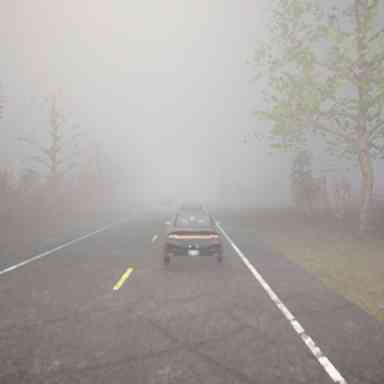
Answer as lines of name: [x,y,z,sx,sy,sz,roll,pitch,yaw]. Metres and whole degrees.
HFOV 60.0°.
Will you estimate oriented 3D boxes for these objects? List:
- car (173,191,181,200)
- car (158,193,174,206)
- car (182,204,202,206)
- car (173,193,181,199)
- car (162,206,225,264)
car: [-3.744,0.773,79.940,2.150,2.045,5.566,0,0,-2]
car: [-3.992,1.360,50.066,1.837,1.490,4.892,0,0,-3]
car: [-0.008,1.537,25.625,1.895,1.301,4.718,0,0,0]
car: [-3.897,1.066,87.203,1.882,1.535,5.008,0,0,0]
car: [0.051,1.462,11.643,2.128,1.511,4.902,0,0,0]
